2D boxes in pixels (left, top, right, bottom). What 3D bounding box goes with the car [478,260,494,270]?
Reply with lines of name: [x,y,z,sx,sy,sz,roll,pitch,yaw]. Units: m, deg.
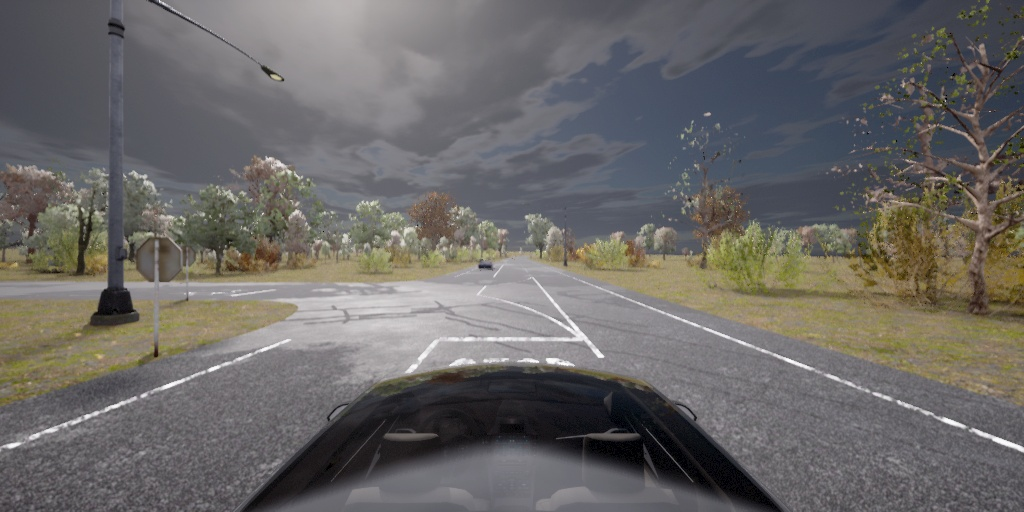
car: [-3.427,1.210,47.403,1.895,1.301,4.718,0,0,0]
